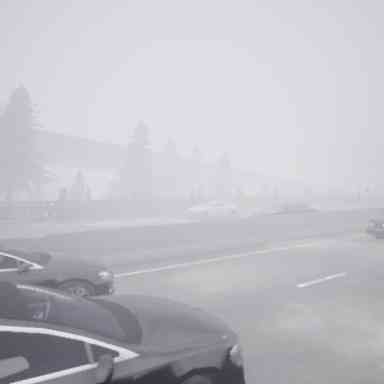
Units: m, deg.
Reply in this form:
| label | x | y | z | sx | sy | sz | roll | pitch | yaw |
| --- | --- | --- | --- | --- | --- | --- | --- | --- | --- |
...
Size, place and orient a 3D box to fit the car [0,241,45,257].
| label | x | y | z | sx | sy | sz | roll | pitch | yaw |
| --- | --- | --- | --- | --- | --- | --- | --- | --- | --- |
| car | -3.693 | 1.487 | 5.412 | 4.902 | 1.511 | 2.128 | 0 | 0 | -35 |

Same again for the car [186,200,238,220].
| label | x | y | z | sx | sy | sz | roll | pitch | yaw |
| --- | --- | --- | --- | --- | --- | --- | --- | --- | --- |
| car | 1.673 | 1.407 | 26.680 | 4.674 | 1.442 | 1.812 | -1 | 0 | -35 |

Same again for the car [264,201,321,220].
| label | x | y | z | sx | sy | sz | roll | pitch | yaw |
| --- | --- | --- | --- | --- | --- | --- | --- | --- | --- |
| car | 8.207 | 1.436 | 27.040 | 4.718 | 1.301 | 1.895 | -1 | 0 | -35 |

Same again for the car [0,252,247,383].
| label | x | y | z | sx | sy | sz | roll | pitch | yaw |
| --- | --- | --- | --- | --- | --- | --- | --- | --- | --- |
| car | -1.700 | 1.487 | 2.534 | 4.902 | 1.511 | 2.128 | 0 | 0 | -35 |

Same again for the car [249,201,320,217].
| label | x | y | z | sx | sy | sz | roll | pitch | yaw |
| --- | --- | --- | --- | --- | --- | --- | --- | --- | --- |
| car | 5.740 | 1.358 | 20.984 | 5.008 | 1.535 | 1.882 | -1 | 0 | -35 |

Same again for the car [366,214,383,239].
| label | x | y | z | sx | sy | sz | roll | pitch | yaw |
| --- | --- | --- | --- | --- | --- | --- | --- | --- | --- |
| car | 10.078 | 1.426 | 15.235 | 5.357 | 1.411 | 2.033 | -1 | 0 | -35 |
